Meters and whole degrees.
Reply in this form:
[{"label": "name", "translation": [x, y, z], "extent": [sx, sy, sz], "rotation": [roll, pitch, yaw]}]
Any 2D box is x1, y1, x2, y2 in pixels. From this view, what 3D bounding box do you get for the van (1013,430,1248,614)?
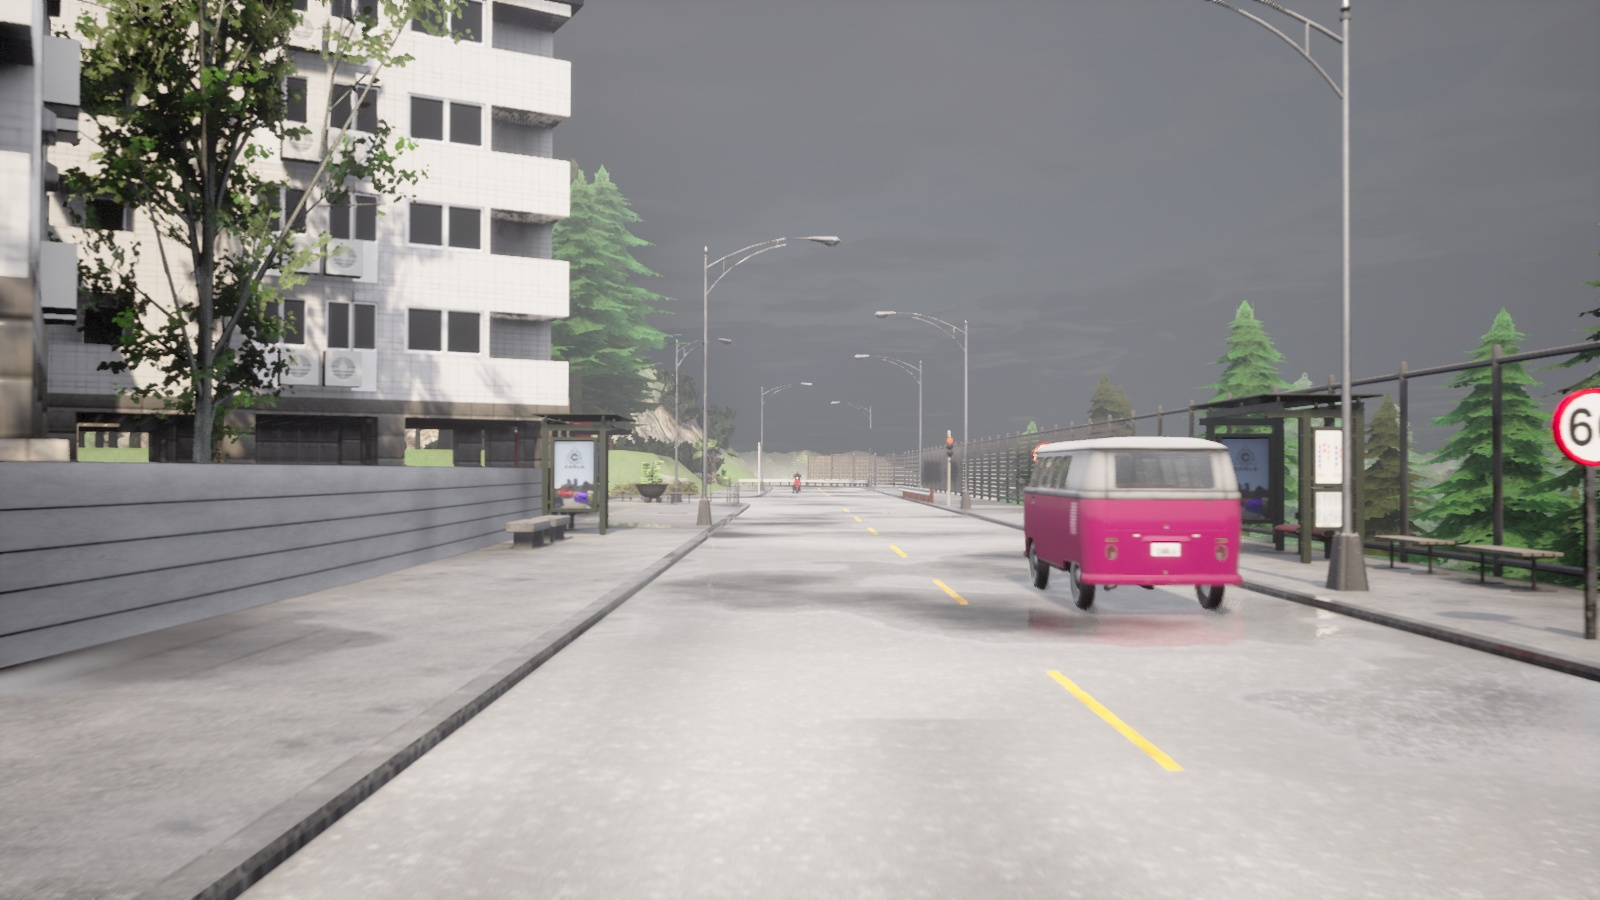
[{"label": "van", "translation": [3.957, 0.817, 15.827], "extent": [1.775, 1.987, 4.442], "rotation": [0, -1, 0]}]
